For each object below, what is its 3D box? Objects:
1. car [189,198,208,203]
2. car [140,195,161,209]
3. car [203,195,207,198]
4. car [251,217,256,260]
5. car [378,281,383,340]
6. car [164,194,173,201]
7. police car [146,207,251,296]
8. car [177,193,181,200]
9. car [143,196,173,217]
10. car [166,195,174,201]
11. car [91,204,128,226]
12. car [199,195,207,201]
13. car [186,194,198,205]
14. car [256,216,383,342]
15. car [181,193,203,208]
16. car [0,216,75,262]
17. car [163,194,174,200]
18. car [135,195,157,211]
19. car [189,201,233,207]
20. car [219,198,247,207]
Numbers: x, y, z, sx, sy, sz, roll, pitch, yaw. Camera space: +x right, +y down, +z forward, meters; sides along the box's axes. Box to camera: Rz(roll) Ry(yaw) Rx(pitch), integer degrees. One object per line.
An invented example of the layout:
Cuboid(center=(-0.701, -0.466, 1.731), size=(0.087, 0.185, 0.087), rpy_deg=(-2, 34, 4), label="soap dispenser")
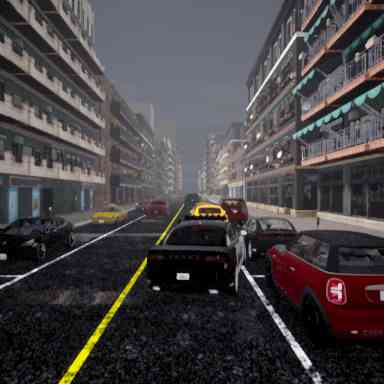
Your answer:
Cuboid(center=(0.856, 1.450, 24.787), size=(1.801, 1.575, 5.366), rpy_deg=(0, 0, -1), label="car")
Cuboid(center=(-5.638, 1.299, 45.938), size=(2.192, 1.841, 5.009), rpy_deg=(0, 0, 0), label="car")
Cuboid(center=(2.772, 1.494, 74.276), size=(1.752, 1.417, 4.829), rpy_deg=(0, 0, 0), label="car")
Cuboid(center=(2.705, 1.549, 12.105), size=(2.008, 1.369, 4.403), rpy_deg=(0, 0, 0), label="car")
Cuboid(center=(2.692, 1.545, 0.833), size=(1.887, 1.381, 4.507), rpy_deg=(0, 0, 0), label="car")
Cuboid(center=(-5.602, 1.405, 79.755), size=(1.967, 1.590, 4.097), rpy_deg=(0, 0, 0), label="car")
Cuboid(center=(0.398, 1.420, 8.943), size=(1.930, 1.638, 5.238), rpy_deg=(-1, 0, 13), label="police car")
Cuboid(center=(-2.902, 1.180, 90.717), size=(2.150, 2.045, 5.566), rpy_deg=(0, 0, 0), label="car")
Cuboid(center=(-3.067, 1.469, 31.023), size=(1.882, 1.535, 5.008), rpy_deg=(0, 0, 0), label="car")
Cuboid(center=(-5.596, 1.506, 85.392), size=(1.887, 1.381, 4.507), rpy_deg=(0, 0, 0), label="car")
Cuboid(center=(-5.664, 1.520, 23.221), size=(1.752, 1.417, 4.829), rpy_deg=(0, 0, 0), label="car")
Cuboid(center=(2.784, 1.506, 85.379), size=(1.887, 1.381, 4.507), rpy_deg=(0, 0, 0), label="car")
Cuboid(center=(0.064, 1.329, 59.954), size=(2.097, 1.767, 4.553), rpy_deg=(0, 0, 0), label="car")
Cuboid(center=(2.699, 1.439, 6.470), size=(1.967, 1.590, 4.097), rpy_deg=(0, 0, 0), label="car")
Cuboid(center=(0.052, 1.206, 45.263), size=(2.150, 2.045, 5.566), rpy_deg=(0, 0, 0), label="car")
Cuboid(center=(-5.676, 1.564, 12.118), size=(1.947, 1.339, 4.313), rpy_deg=(0, 0, 0), label="car")
Cuboid(center=(-5.607, 1.284, 74.119), size=(2.192, 1.841, 5.009), rpy_deg=(0, 0, 0), label="car")
Cuboid(center=(-5.645, 1.427, 40.301), size=(1.967, 1.590, 4.097), rpy_deg=(0, 0, 0), label="car")
Cuboid(center=(0.920, 1.474, 18.604), size=(1.882, 1.535, 5.008), rpy_deg=(0, 0, 0), label="car")
Cuboid(center=(2.718, 1.309, 23.379), size=(2.192, 1.841, 5.009), rpy_deg=(0, 0, 0), label="car")
